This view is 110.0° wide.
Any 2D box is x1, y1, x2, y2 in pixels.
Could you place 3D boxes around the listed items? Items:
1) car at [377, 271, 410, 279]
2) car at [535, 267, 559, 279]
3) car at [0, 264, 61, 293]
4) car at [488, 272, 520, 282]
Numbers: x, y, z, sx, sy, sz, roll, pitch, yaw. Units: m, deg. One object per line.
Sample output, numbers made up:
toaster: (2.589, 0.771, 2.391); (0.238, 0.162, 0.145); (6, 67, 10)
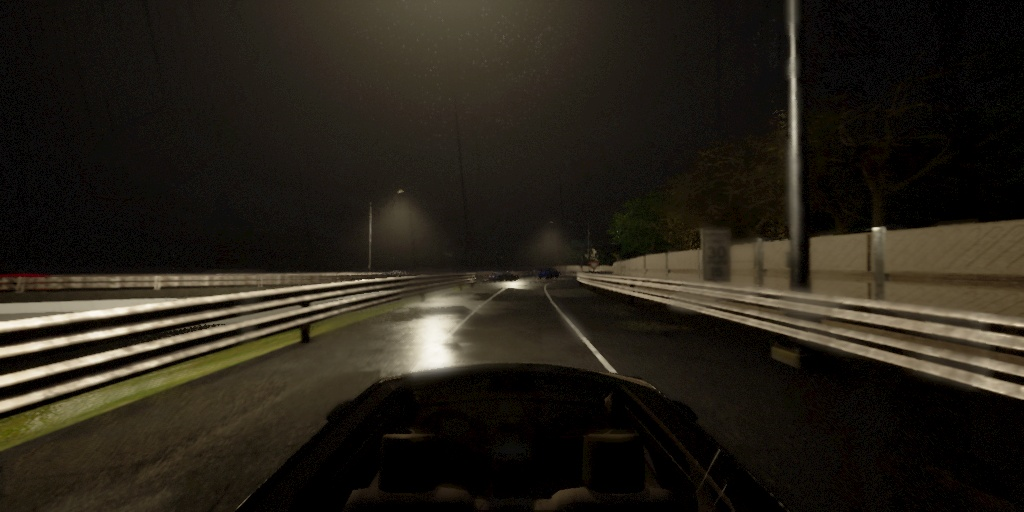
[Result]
car: (-11.306, 2.297, 36.635); (2.128, 1.511, 4.902); (-2, -3, 43)
car: (6.461, 3.012, 62.483); (2.150, 2.045, 5.566); (-1, -2, 26)
car: (-30.185, 1.379, 20.423); (5.566, 2.045, 2.150); (2, -2, -35)
car: (-1.083, 2.850, 49.547); (2.033, 1.411, 5.357); (-1, -3, 34)
